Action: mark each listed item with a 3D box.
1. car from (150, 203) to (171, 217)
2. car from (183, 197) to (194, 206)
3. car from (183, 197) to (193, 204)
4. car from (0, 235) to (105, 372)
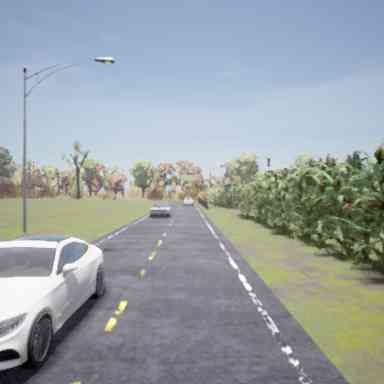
[{"bbox_3d":[-3.058,1.768,32.803,1.895,1.301,4.718,0,0,-1],"label":"car"},{"bbox_3d":[-0.662,1.841,61.745,1.812,1.442,4.674,0,0,-1],"label":"car"},{"bbox_3d":[-0.789,1.763,72.022,2.128,1.511,4.902,0,0,-1],"label":"car"},{"bbox_3d":[-2.861,1.558,5.905,1.812,1.442,4.674,0,0,0],"label":"car"}]
